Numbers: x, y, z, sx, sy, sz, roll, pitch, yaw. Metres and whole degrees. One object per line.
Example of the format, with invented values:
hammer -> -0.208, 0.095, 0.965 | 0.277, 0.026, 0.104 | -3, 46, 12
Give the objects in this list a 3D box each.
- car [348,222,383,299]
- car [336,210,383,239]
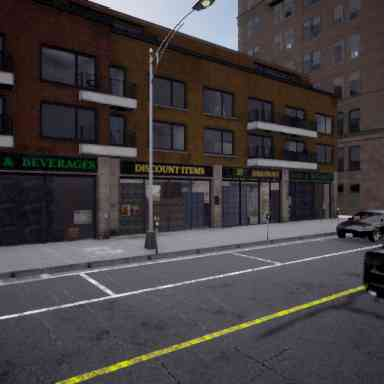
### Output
car -> 5.689, 1.478, 7.217 | 5.008, 1.535, 1.882 | 0, 0, -35
car -> 8.836, 1.567, 16.200 | 4.313, 1.339, 1.947 | 0, 0, -35
